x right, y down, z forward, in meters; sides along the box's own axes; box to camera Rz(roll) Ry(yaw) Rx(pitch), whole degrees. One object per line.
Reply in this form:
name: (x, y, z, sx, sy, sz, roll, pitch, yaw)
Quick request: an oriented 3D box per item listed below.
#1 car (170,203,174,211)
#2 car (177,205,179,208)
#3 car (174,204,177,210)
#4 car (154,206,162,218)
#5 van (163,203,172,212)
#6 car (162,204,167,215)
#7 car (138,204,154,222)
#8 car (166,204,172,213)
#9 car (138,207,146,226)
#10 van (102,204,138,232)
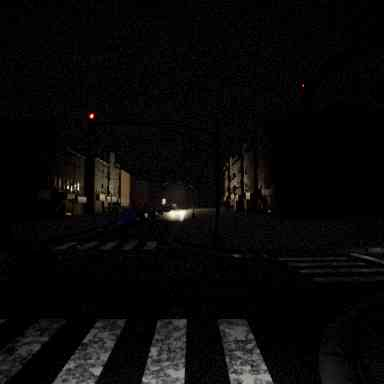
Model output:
car: (-5.529, 3.418, 69.759, 1.967, 1.590, 4.097, 1, -2, 0)
car: (-5.586, 4.041, 90.911, 2.192, 1.841, 5.009, 1, -2, 0)
car: (-5.576, 4.085, 85.617, 2.008, 1.369, 4.403, 1, -2, 0)
car: (-5.456, 2.666, 43.318, 1.887, 1.381, 4.507, 2, -2, 0)
van: (-5.542, 3.501, 75.050, 1.690, 1.788, 3.998, 1, -2, 0)
car: (-5.487, 3.035, 53.893, 1.802, 1.307, 4.206, 2, -2, 0)
car: (-5.420, 2.120, 32.749, 2.192, 1.841, 5.009, 2, -2, 0)
car: (-5.516, 3.344, 64.469, 1.887, 1.381, 4.507, 1, -2, 0)
car: (-5.413, 2.211, 27.759, 2.008, 1.369, 4.403, 2, -2, 0)
van: (-5.398, 1.905, 24.446, 1.690, 1.788, 3.998, 2, -2, 0)
